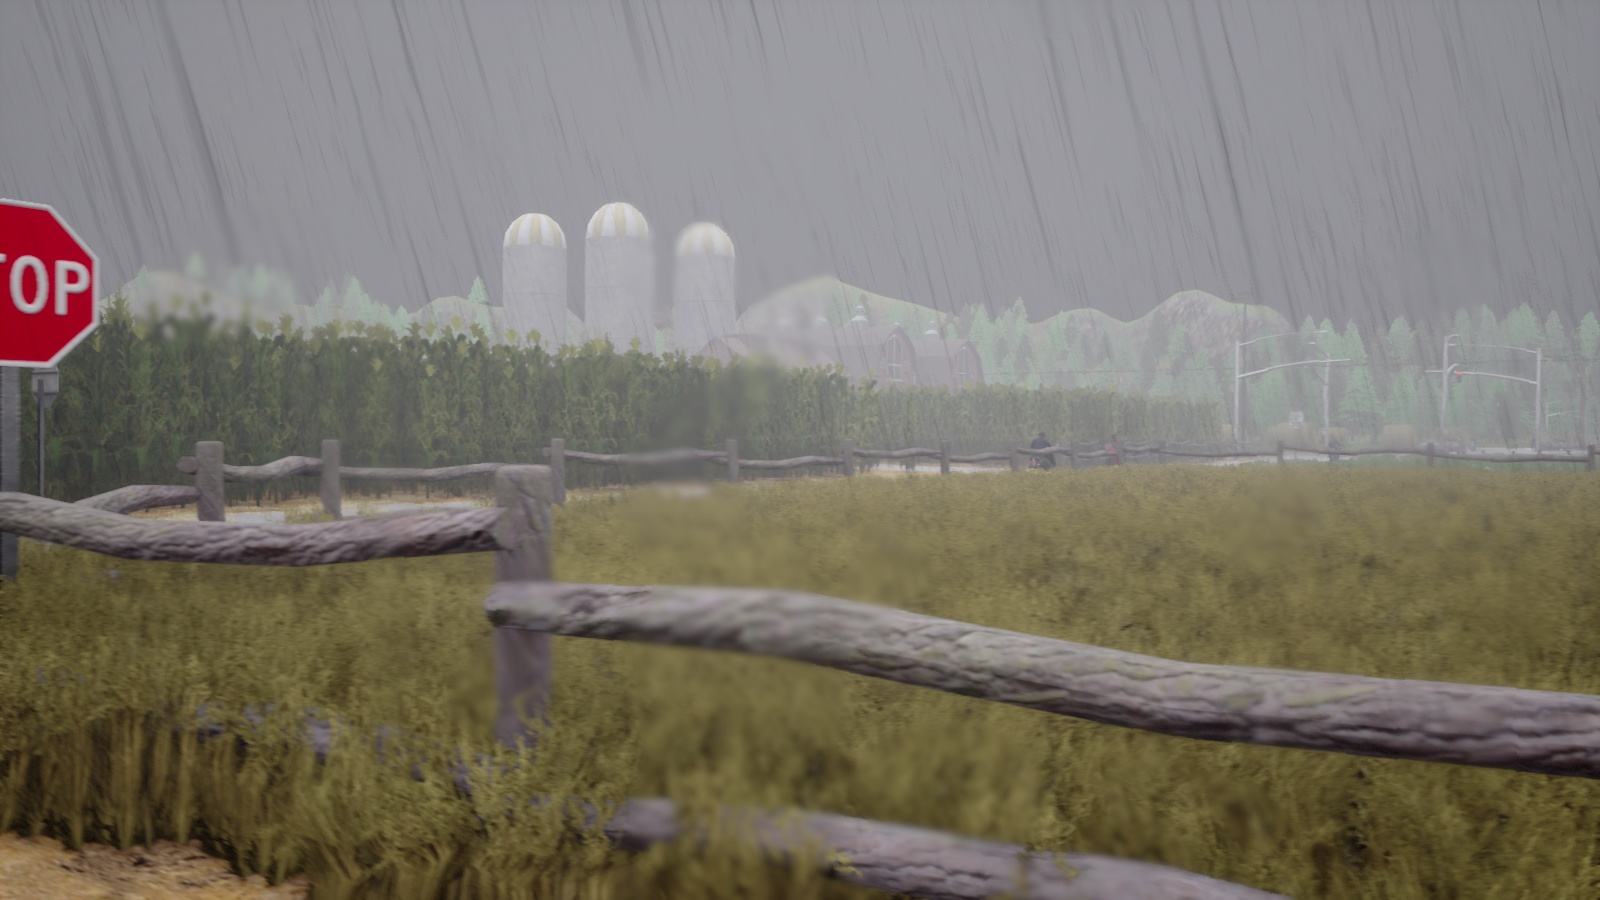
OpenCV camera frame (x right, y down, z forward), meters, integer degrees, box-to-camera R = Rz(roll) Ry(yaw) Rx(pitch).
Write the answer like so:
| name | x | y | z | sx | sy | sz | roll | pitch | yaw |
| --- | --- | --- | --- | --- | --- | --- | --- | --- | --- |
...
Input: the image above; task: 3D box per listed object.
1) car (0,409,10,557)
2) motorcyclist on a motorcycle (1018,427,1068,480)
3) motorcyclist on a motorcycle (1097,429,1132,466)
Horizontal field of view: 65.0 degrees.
| name | x | y | z | sx | sy | sz | roll | pitch | yaw |
| --- | --- | --- | --- | --- | --- | --- | --- | --- | --- |
| car | -12.028 | 0.455 | 14.399 | 1.932 | 1.855 | 4.605 | 0 | 1 | 33 |
| motorcyclist on a motorcycle | 7.398 | 0.092 | 38.200 | 0.866 | 1.590 | 1.817 | 0 | 1 | 33 |
| motorcyclist on a motorcycle | 13.179 | -0.129 | 52.575 | 0.797 | 1.523 | 2.044 | 0 | 1 | 33 |
